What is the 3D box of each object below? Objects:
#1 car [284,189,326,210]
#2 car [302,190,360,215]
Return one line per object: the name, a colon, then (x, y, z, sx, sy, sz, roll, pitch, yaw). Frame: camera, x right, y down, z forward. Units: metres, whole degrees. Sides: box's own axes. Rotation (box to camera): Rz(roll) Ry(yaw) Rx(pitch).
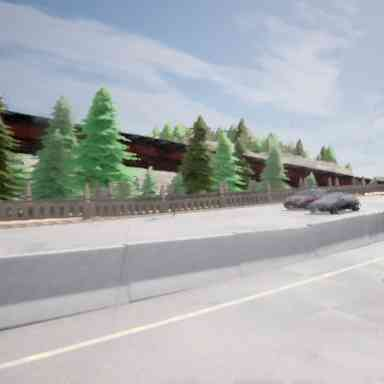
car: (9.854, 0.560, 28.210, 4.553, 1.767, 2.097, -3, 2, -35)
car: (10.519, 0.802, 24.386, 4.674, 1.442, 1.812, -3, 2, -35)
